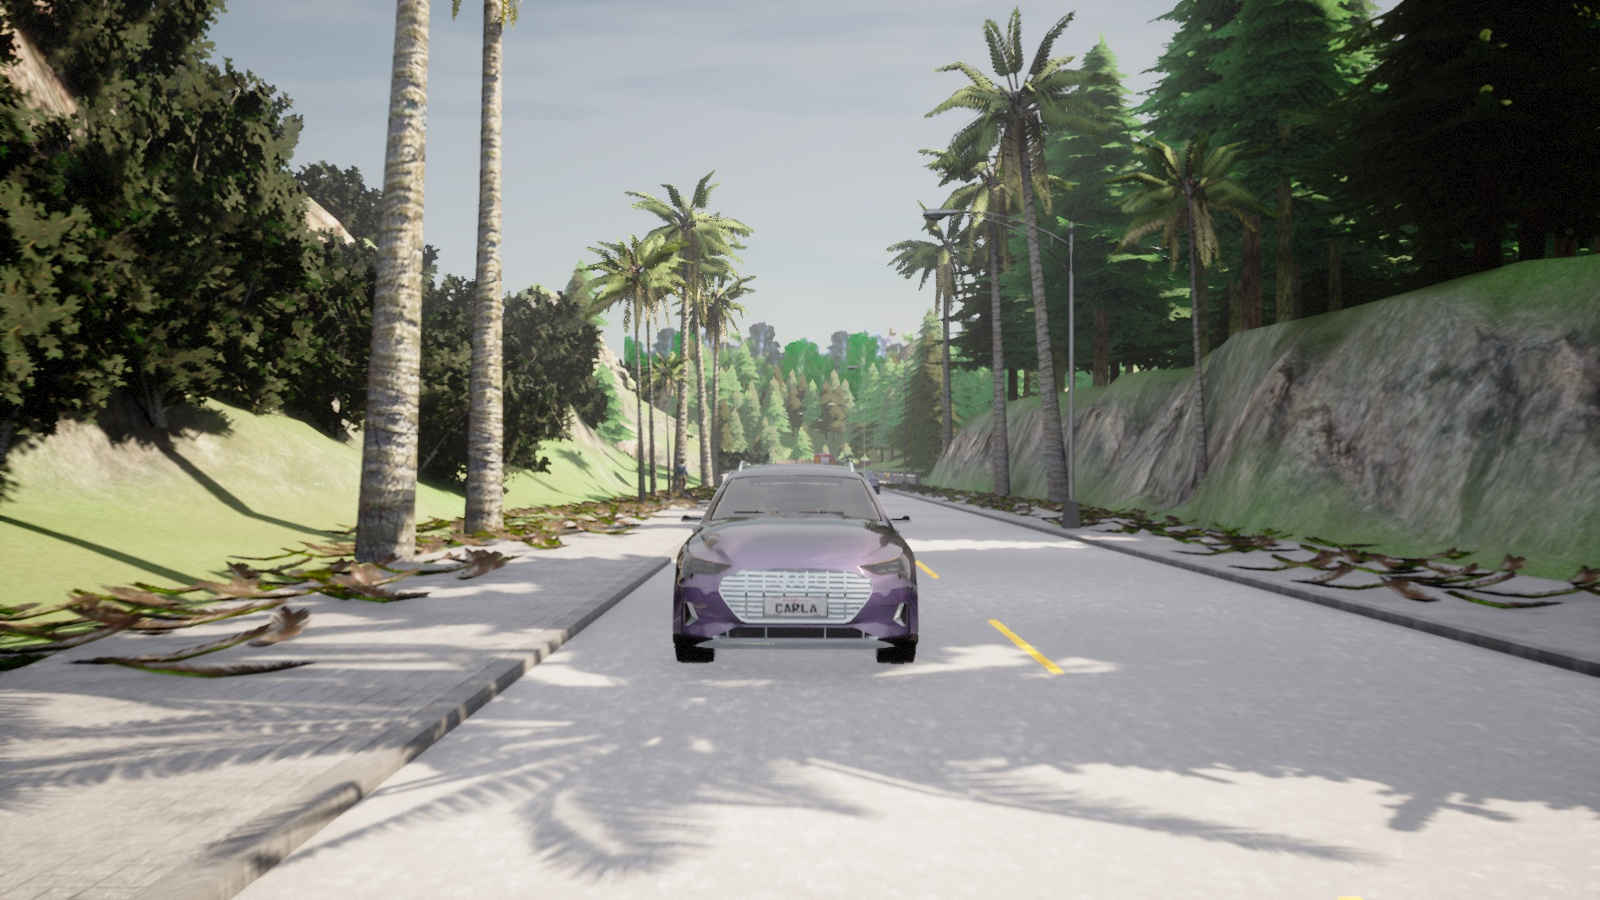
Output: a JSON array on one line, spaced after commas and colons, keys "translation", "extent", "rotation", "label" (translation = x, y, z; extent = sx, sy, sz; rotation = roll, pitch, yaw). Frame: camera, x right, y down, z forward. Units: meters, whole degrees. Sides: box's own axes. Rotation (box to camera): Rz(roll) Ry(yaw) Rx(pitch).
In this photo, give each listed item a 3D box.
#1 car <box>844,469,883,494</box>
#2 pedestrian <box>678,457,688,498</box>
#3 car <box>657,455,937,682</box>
[{"translation": [3.766, 1.873, 74.996], "extent": [2.033, 1.411, 5.357], "rotation": [0, -1, 0], "label": "car"}, {"translation": [-5.587, 1.316, 59.944], "extent": [0.423, 1.949, 0.788], "rotation": [0, -1, 0], "label": "pedestrian"}, {"translation": [-0.029, 0.900, 11.576], "extent": [2.033, 1.649, 4.856], "rotation": [0, -1, 0], "label": "car"}]
